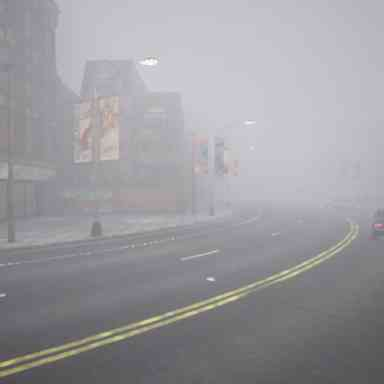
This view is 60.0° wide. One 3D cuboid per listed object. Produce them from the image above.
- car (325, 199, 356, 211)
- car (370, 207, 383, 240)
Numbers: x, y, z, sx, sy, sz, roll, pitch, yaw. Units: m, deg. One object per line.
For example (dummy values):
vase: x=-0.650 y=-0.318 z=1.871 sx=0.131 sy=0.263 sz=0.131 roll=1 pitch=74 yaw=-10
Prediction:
car: x=15.957 y=1.356 z=36.087 sx=1.895 sy=1.301 sz=4.718 roll=-1 pitch=0 yaw=6
car: x=9.512 y=1.416 z=15.686 sx=2.033 sy=1.411 sz=5.357 roll=0 pitch=0 yaw=30
